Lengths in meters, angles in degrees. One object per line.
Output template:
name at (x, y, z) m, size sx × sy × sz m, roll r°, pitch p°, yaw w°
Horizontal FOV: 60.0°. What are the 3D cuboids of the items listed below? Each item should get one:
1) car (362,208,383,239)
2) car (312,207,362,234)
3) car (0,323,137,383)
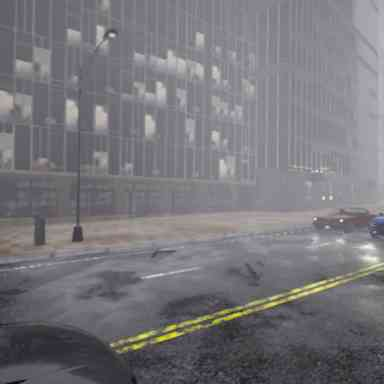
car at (10.421, 1.417, 16.098) m, size 5.008 × 1.535 × 1.882 m, roll 0°, pitch 0°, yaw -40°
car at (8.819, 1.539, 18.988) m, size 4.718 × 1.301 × 1.895 m, roll 0°, pitch 0°, yaw -40°
car at (-2.617, 1.501, 1.644) m, size 4.902 × 1.511 × 2.128 m, roll 0°, pitch 0°, yaw -35°
